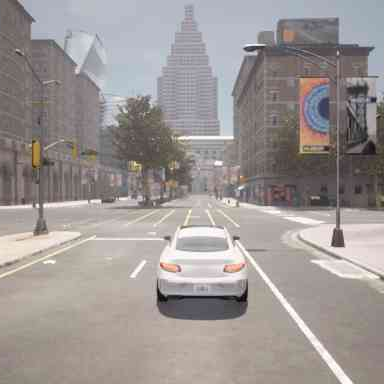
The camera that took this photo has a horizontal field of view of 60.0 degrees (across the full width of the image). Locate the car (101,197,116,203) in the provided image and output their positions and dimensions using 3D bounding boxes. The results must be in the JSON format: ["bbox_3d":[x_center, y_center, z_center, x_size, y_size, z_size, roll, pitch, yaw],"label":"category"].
[{"bbox_3d":[-16.892,1.595,67.190,1.895,1.301,4.718,0,0,1],"label":"car"}]

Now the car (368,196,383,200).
[{"bbox_3d":[35.820,1.481,67.513,2.231,1.521,4.892,0,0,1],"label":"car"}]

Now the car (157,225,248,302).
[{"bbox_3d":[0.240,1.526,8.163,1.812,1.442,4.674,0,0,1],"label":"car"}]
